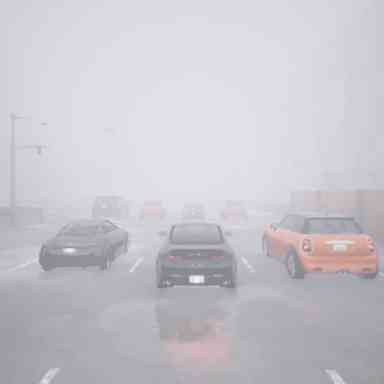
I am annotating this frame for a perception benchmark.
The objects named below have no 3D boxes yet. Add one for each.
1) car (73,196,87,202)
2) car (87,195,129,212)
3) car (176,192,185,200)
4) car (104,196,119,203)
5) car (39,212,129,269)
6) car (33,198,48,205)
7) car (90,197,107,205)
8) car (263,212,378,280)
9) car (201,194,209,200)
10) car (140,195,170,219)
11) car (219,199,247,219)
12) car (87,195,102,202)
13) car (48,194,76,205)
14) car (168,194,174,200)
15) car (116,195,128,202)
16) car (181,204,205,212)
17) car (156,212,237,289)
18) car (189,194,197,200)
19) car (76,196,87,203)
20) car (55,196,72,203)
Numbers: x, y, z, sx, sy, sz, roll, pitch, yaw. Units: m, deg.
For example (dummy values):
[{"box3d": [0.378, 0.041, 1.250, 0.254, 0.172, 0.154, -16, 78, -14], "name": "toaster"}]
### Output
[{"box3d": [-27.828, 1.672, 82.608, 1.895, 1.301, 4.718, 0, 0, 0], "name": "car"}, {"box3d": [-6.898, 1.316, 28.679, 2.150, 2.045, 5.566, 0, 0, 0], "name": "car"}, {"box3d": [-3.260, 1.481, 91.175, 1.837, 1.490, 4.892, 0, 1, 0], "name": "car"}, {"box3d": [-17.410, 1.622, 72.270, 1.882, 1.535, 5.008, 0, 0, 0], "name": "car"}, {"box3d": [-3.400, 1.601, 11.243, 1.994, 1.385, 4.181, 0, 0, 0], "name": "car"}, {"box3d": [-27.983, 1.758, 62.584, 1.895, 1.301, 4.718, 0, 0, 0], "name": "car"}, {"box3d": [-17.483, 1.661, 62.562, 1.837, 1.490, 4.892, 0, 0, 0], "name": "car"}, {"box3d": [3.600, 1.384, 10.212, 2.097, 1.767, 4.553, 0, 0, 0], "name": "car"}, {"box3d": [3.743, 1.532, 91.530, 1.994, 1.385, 4.181, 0, 1, 0], "name": "car"}, {"box3d": [-3.396, 1.449, 30.007, 2.097, 1.767, 4.553, 0, 0, 0], "name": "car"}, {"box3d": [3.604, 1.448, 29.969, 2.097, 1.767, 4.553, 0, 0, 0], "name": "car"}, {"box3d": [-24.323, 1.596, 83.248, 2.128, 1.511, 4.902, 0, 0, 0], "name": "car"}, {"box3d": [-24.482, 1.378, 62.829, 2.150, 2.045, 5.566, 0, 0, 0], "name": "car"}, {"box3d": [-6.750, 1.526, 92.367, 1.994, 1.385, 4.181, 0, 1, 0], "name": "car"}, {"box3d": [-17.328, 1.601, 82.561, 1.812, 1.442, 4.674, 0, 0, 0], "name": "car"}, {"box3d": [0.104, 1.634, 26.781, 2.033, 1.411, 5.357, 0, 0, 0], "name": "car"}, {"box3d": [0.100, 1.535, 9.222, 1.837, 1.490, 4.892, 0, 0, 0], "name": "car"}, {"box3d": [0.240, 1.458, 91.145, 1.882, 1.535, 5.008, 0, 1, 0], "name": "car"}, {"box3d": [-24.405, 1.666, 72.945, 2.128, 1.511, 4.902, 0, 0, 0], "name": "car"}, {"box3d": [-27.910, 1.623, 72.326, 1.882, 1.535, 5.008, 0, 0, 0], "name": "car"}]
